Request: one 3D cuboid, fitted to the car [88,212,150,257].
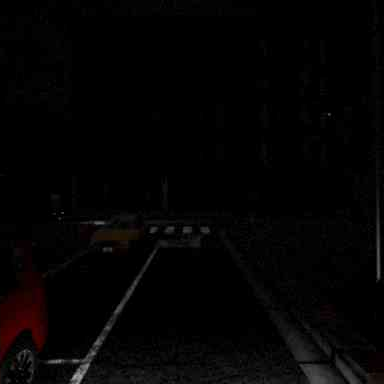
[{"bbox_3d":[-2.623,1.477,12.795,1.752,1.417,4.829,1,0,0],"label":"car"}]

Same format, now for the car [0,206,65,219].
[{"bbox_3d":[-11.653,1.621,23.726,4.718,1.301,1.895,-1,-1,0],"label":"car"}]

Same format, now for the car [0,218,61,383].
[{"bbox_3d":[-2.616,1.307,1.900,2.192,1.841,5.009,1,0,0],"label":"car"}]
